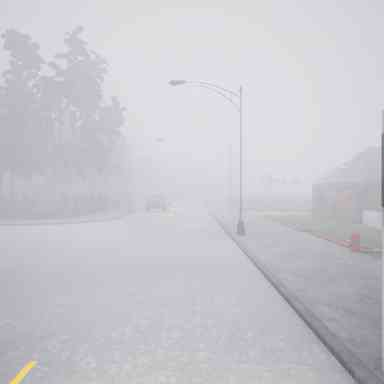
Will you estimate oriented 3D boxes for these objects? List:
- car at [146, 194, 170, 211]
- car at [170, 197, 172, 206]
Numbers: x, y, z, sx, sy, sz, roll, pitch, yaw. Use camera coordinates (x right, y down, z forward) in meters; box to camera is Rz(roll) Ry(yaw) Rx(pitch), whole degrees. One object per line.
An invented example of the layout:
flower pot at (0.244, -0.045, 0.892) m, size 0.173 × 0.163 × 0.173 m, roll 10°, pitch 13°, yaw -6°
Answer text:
car at (-4.248, 1.221, 40.369) m, size 2.150 × 2.045 × 5.566 m, roll 0°, pitch 0°, yaw 0°
car at (-4.234, 1.492, 54.005) m, size 2.128 × 1.511 × 4.902 m, roll 0°, pitch 0°, yaw 0°
